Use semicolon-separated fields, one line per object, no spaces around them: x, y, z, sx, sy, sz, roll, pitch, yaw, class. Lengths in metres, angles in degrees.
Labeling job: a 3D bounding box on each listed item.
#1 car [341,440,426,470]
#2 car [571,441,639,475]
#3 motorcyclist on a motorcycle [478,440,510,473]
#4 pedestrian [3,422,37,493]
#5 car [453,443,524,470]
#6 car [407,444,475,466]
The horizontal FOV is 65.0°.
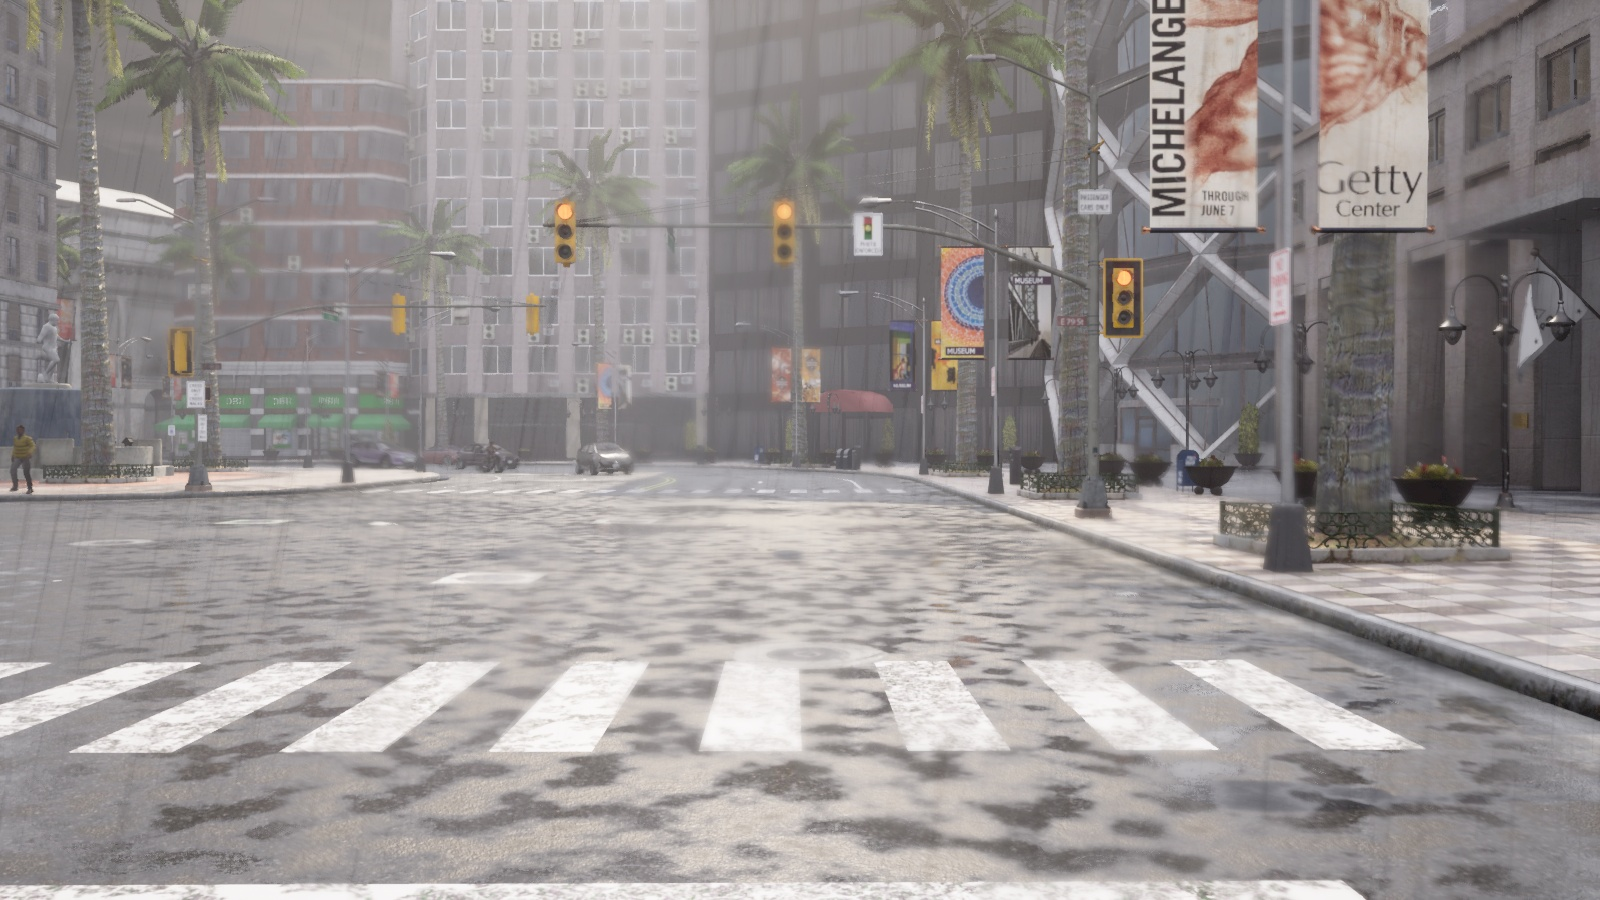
-23.755;0.253;71.605;4.856;1.649;2.033;0;0;33;car
-9.251;0.351;59.239;2.007;1.525;4.514;0;0;-24;car
-15.465;0.326;63.441;0.766;1.649;2.350;-1;1;-36;motorcyclist on a motorcycle
-20.380;0.201;32.819;0.431;1.840;0.709;0;0;-1;pedestrian
-17.677;0.344;71.244;4.193;1.474;1.816;0;0;40;car
-23.982;0.317;83.919;4.181;1.385;1.994;0;0;28;car
